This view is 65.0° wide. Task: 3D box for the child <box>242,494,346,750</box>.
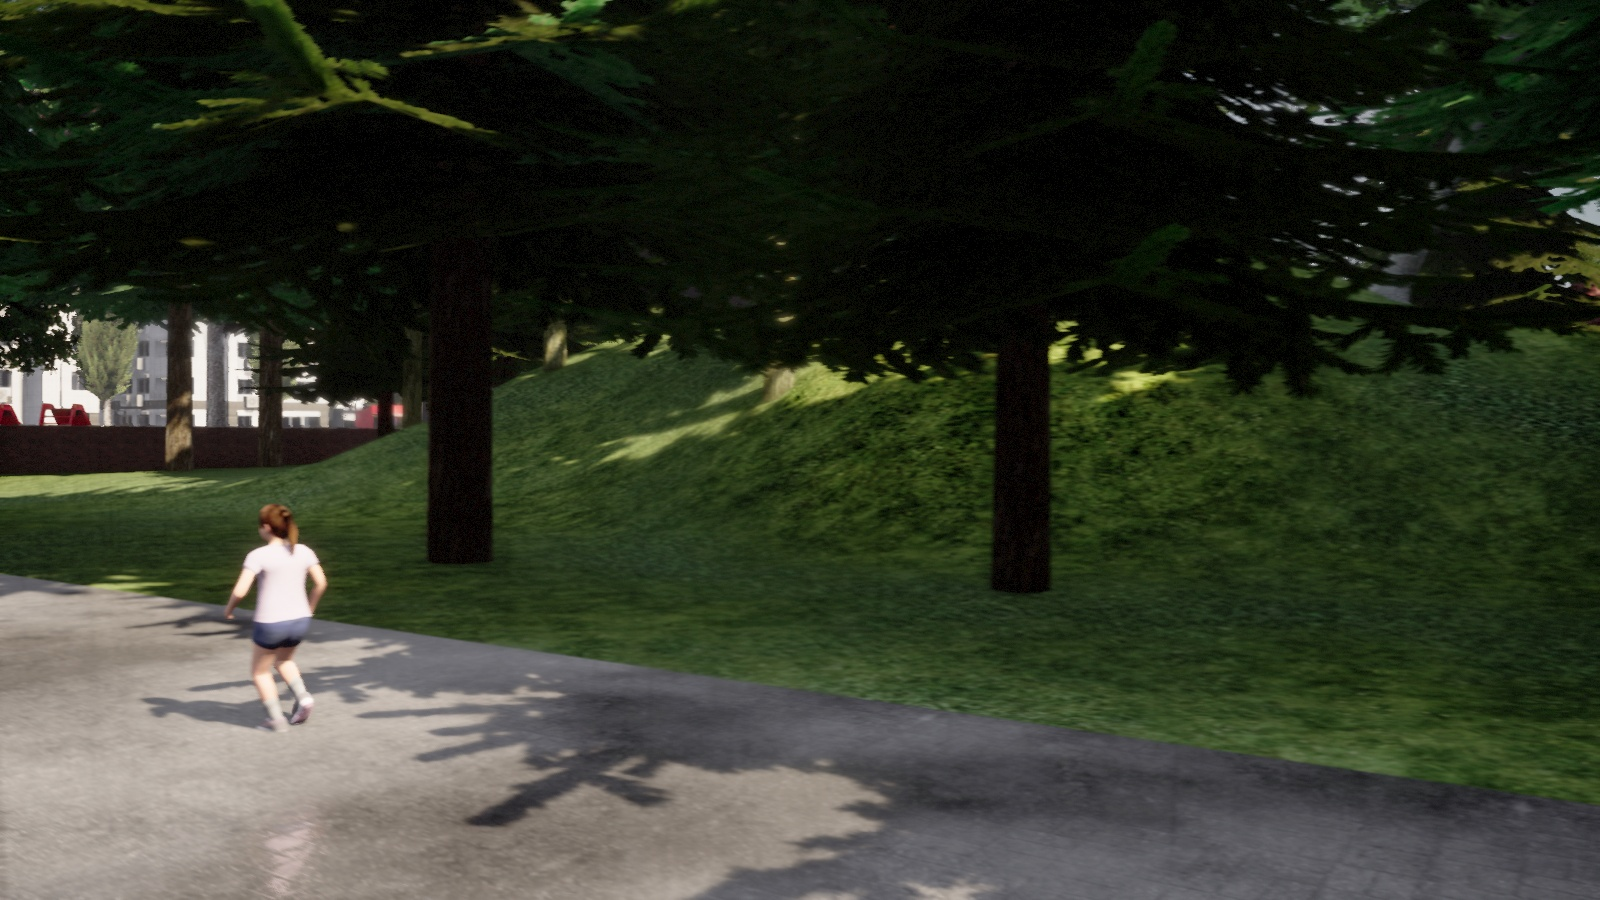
[{"bbox_3d":[-2.313,0.764,5.743,0.394,1.110,0.255,0,1,36],"label":"child"}]
